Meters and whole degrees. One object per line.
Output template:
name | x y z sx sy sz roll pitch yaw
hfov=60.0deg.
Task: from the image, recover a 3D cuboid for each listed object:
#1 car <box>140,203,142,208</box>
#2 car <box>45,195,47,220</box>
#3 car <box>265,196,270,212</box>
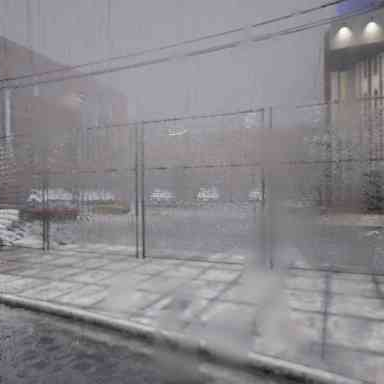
car | -4.191 1.611 42.293 4.718 1.301 1.895 -1 0 23
car | -11.153 1.359 25.584 4.553 1.767 2.185 -1 0 23
car | 8.744 1.331 29.481 4.674 1.452 2.002 -1 0 23
